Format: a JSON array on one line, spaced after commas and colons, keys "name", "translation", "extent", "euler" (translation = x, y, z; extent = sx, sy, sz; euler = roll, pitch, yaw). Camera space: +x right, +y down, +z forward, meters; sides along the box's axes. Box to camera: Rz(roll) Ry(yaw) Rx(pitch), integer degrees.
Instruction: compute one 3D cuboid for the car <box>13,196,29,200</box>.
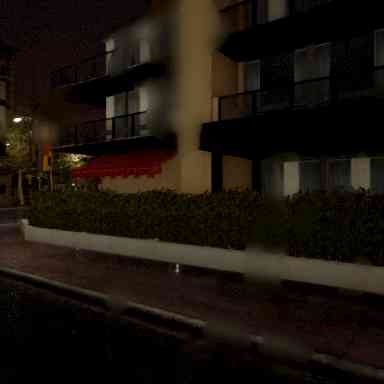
[{"name": "car", "translation": [-36.180, 1.478, 67.980], "extent": [4.892, 1.521, 2.231], "euler": [0, 0, 36]}]
